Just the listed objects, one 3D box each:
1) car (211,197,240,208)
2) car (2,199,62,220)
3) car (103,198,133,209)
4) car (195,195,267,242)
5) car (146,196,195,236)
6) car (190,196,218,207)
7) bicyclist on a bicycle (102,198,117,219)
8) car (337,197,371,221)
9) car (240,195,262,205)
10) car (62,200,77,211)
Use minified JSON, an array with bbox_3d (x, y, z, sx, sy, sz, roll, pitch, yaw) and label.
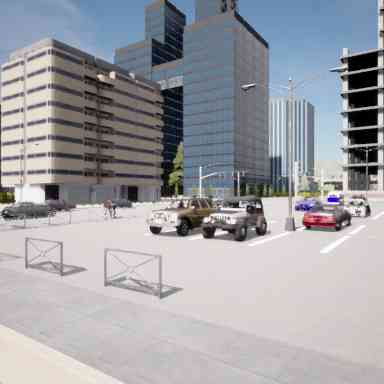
[{"bbox_3d":[5.155,1.547,50.462,2.033,1.411,5.357,0,0,33],"label":"car"},{"bbox_3d":[-13.782,1.564,28.413,1.994,1.385,4.181,0,0,34],"label":"car"},{"bbox_3d":[-10.309,1.564,46.537,1.994,1.385,4.181,0,0,35],"label":"car"},{"bbox_3d":[2.113,1.156,15.603,1.905,1.878,3.866,0,0,34],"label":"car"},{"bbox_3d":[-0.257,1.153,17.266,1.932,1.855,4.605,0,0,34],"label":"car"},{"bbox_3d":[1.878,1.492,51.929,2.128,1.511,4.902,0,0,34],"label":"car"},{"bbox_3d":[-6.500,1.302,26.216,1.656,1.620,0.582,0,0,34],"label":"bicyclist on a bicycle"},{"bbox_3d":[14.116,1.395,28.578,1.970,1.475,3.806,0,0,34],"label":"car"},{"bbox_3d":[10.415,1.352,58.340,2.097,1.767,4.553,0,0,34],"label":"car"},{"bbox_3d":[-15.935,1.547,38.164,2.033,1.411,5.357,0,0,34],"label":"car"}]
